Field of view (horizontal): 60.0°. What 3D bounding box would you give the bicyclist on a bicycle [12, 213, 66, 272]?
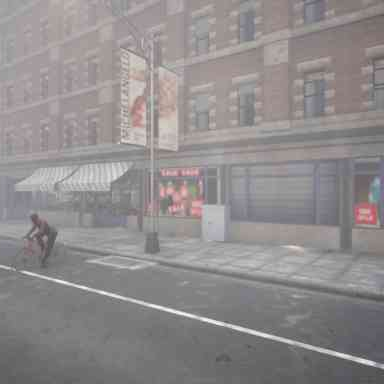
[{"bbox_3d":[-4.441,1.442,9.726,0.582,1.620,1.656,0,2,35],"label":"bicyclist on a bicycle"}]
